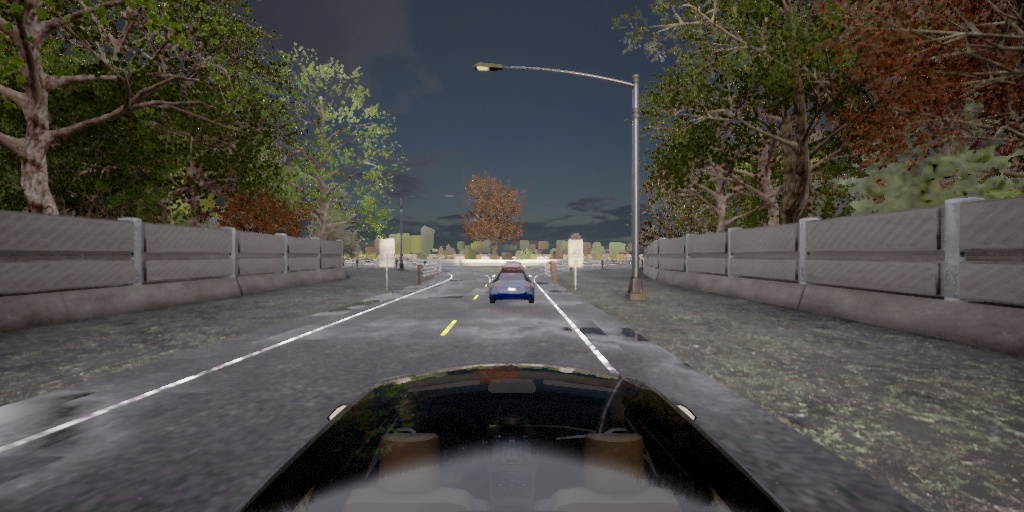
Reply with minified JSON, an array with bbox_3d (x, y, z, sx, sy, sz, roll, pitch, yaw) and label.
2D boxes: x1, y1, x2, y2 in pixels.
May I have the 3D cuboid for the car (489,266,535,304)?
[{"bbox_3d":[0.000,1.325,16.509,1.994,1.385,4.181,0,0,0],"label":"car"}]

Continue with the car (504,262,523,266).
[{"bbox_3d":[0.143,1.242,31.368,1.882,1.535,5.008,0,0,4],"label":"car"}]
